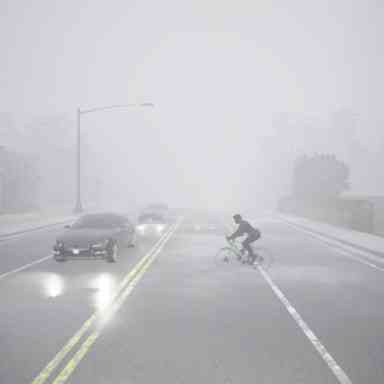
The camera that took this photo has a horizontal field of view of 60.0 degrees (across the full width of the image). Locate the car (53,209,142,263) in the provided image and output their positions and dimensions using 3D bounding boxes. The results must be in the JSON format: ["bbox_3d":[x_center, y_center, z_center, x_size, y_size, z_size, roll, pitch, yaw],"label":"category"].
[{"bbox_3d":[-3.279,1.507,12.054,1.837,1.490,4.892,0,-1,2],"label":"car"}]

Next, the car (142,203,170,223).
[{"bbox_3d":[-2.813,1.548,25.768,2.033,1.411,5.357,0,0,3],"label":"car"}]

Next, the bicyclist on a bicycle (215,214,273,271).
[{"bbox_3d":[1.458,1.452,9.431,1.656,1.620,0.582,-1,0,2],"label":"bicyclist on a bicycle"}]
